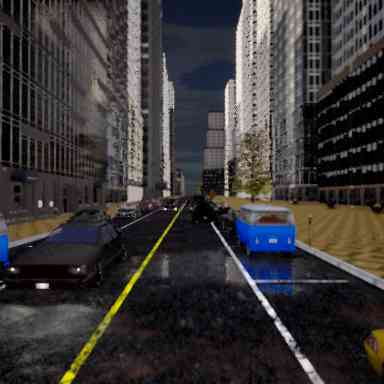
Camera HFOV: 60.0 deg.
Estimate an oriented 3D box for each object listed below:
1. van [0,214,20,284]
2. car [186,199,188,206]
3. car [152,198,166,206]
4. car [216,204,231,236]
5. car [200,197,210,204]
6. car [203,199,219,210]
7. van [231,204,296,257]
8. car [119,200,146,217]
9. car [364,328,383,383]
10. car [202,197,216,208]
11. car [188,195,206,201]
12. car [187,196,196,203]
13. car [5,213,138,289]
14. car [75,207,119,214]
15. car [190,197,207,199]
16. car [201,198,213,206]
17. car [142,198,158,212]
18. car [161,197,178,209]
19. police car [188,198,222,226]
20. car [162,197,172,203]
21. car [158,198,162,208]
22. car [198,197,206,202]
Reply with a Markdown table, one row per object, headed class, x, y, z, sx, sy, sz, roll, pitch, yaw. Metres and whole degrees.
| class | x | y | z | sx | sy | sz | roll | pitch | yaw |
| --- | --- | --- | --- | --- | --- | --- | --- | --- | --- |
| van | -5.687 | 1.366 | 7.199 | 1.690 | 1.788 | 3.998 | 0 | 0 | 0 |
| car | -0.040 | 1.713 | 59.655 | 1.837 | 1.490 | 4.892 | 0 | 0 | 0 |
| car | -5.724 | 1.748 | 58.400 | 1.887 | 1.381 | 4.507 | 0 | 0 | 0 |
| car | 2.684 | 1.614 | 18.561 | 2.008 | 1.369 | 4.403 | 0 | 0 | 0 |
| car | 2.649 | 1.796 | 69.761 | 2.008 | 1.369 | 4.403 | 0 | 0 | 0 |
| car | 2.664 | 1.713 | 47.006 | 2.008 | 1.369 | 4.403 | 0 | 0 | 0 |
| van | 2.690 | 1.385 | 12.873 | 1.690 | 1.788 | 3.998 | 0 | 0 | 0 |
| car | -5.704 | 1.653 | 29.954 | 2.008 | 1.369 | 4.403 | 0 | 0 | 0 |
| car | 2.695 | 1.531 | 1.664 | 1.752 | 1.417 | 4.829 | 0 | 0 | 0 |
| car | 2.661 | 1.623 | 52.694 | 1.967 | 1.590 | 4.097 | 0 | 0 | 0 |
| car | 0.872 | 1.365 | 40.539 | 2.150 | 2.045 | 5.566 | 0 | 0 | 0 |
| car | -0.048 | 1.642 | 71.746 | 1.837 | 1.490 | 4.892 | 0 | 0 | 0 |
| car | -3.108 | 1.580 | 9.580 | 2.033 | 1.411 | 5.357 | 0 | 0 | 0 |
| car | -5.697 | 1.629 | 18.577 | 1.947 | 1.339 | 4.313 | 0 | 0 | 0 |
| car | 0.876 | 1.624 | 34.508 | 1.837 | 1.490 | 4.892 | 0 | 0 | 0 |
| car | 2.657 | 1.748 | 58.383 | 1.887 | 1.381 | 4.507 | 0 | 0 | 0 |
| car | -5.711 | 1.583 | 41.334 | 1.967 | 1.590 | 4.097 | 0 | 0 | 0 |
| car | -3.110 | 1.677 | 49.608 | 1.837 | 1.490 | 4.892 | 0 | 0 | 0 |
| police car | 0.883 | 1.509 | 24.617 | 1.930 | 1.638 | 5.238 | 0 | 0 | 0 |
| car | -5.735 | 1.811 | 75.467 | 1.887 | 1.381 | 4.507 | 0 | 0 | 0 |
| car | -5.720 | 1.734 | 52.711 | 2.008 | 1.369 | 4.403 | 0 | 0 | 0 |
| car | 2.638 | 1.876 | 86.827 | 1.947 | 1.339 | 4.313 | 0 | 0 | 0 |
